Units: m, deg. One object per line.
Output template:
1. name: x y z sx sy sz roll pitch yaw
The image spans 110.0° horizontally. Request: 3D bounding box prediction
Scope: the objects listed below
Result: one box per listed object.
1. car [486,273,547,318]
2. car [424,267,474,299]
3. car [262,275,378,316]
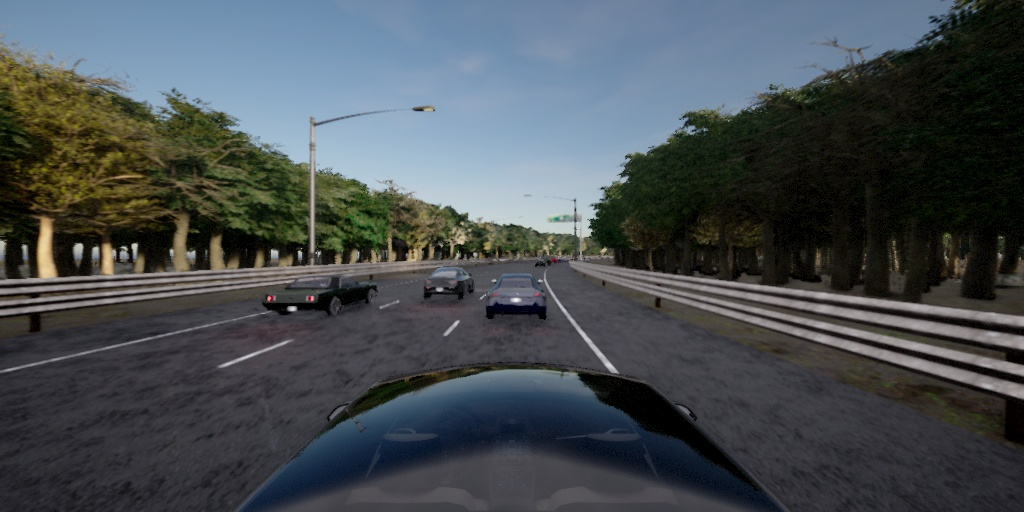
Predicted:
1. car: 0.185 1.321 12.997 1.994 1.385 4.181 0 0 2
2. car: -3.042 1.278 17.853 1.812 1.442 4.674 0 0 2
3. car: -6.711 1.342 13.280 1.895 1.301 4.718 0 0 2
